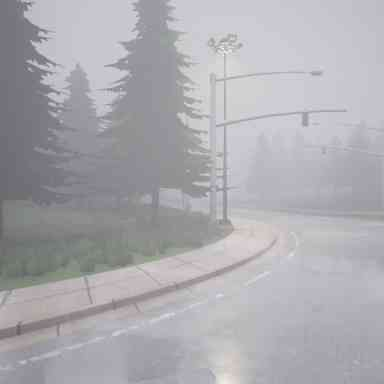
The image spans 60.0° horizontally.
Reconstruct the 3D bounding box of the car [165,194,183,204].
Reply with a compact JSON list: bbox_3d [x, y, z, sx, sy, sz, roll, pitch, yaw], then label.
[{"bbox_3d":[-3.165,1.547,65.415,2.033,1.411,5.357,0,0,-21],"label":"car"}]

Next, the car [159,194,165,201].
[{"bbox_3d":[-7.033,1.186,75.158,2.150,2.045,5.566,0,0,-21],"label":"car"}]
